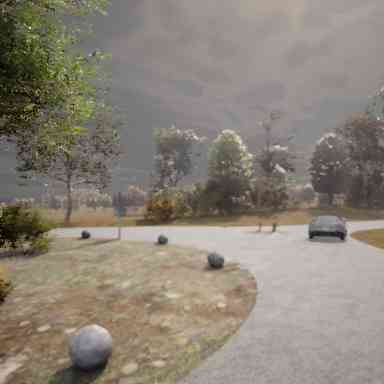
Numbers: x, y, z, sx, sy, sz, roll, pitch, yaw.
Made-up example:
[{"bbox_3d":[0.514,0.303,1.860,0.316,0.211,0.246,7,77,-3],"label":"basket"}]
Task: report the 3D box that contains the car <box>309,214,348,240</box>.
[{"bbox_3d":[8.301,2.025,20.158,1.994,1.385,4.181,-1,-2,26],"label":"car"}]
